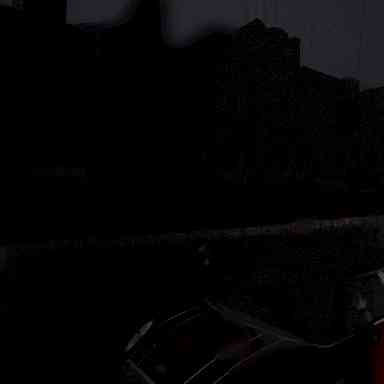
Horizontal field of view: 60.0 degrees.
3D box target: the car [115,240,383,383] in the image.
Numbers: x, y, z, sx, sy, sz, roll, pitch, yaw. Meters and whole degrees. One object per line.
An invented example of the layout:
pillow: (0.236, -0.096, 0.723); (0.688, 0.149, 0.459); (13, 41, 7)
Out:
car: (1.237, 1.440, 3.681); (4.097, 1.590, 1.967); (0, 1, -35)
